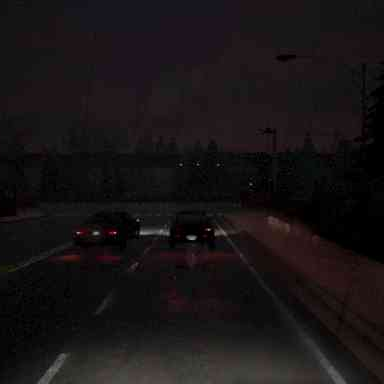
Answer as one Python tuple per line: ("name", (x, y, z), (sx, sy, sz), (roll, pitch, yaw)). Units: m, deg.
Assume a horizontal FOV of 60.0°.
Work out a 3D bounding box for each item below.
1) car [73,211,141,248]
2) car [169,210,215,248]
("car", (-3.500, 1.562, 14.650), (2.033, 1.411, 5.357), (0, 0, 0))
("car", (0.000, 1.532, 14.650), (1.812, 1.442, 4.674), (0, 0, 0))
